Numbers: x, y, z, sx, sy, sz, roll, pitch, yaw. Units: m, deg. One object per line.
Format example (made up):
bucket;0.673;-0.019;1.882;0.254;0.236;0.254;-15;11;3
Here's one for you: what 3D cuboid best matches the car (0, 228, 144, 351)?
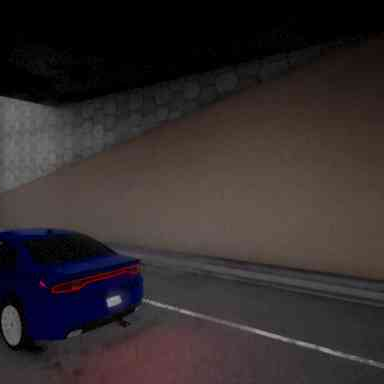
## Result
car;-3.119;1.422;6.209;5.008;1.535;1.882;0;0;36
